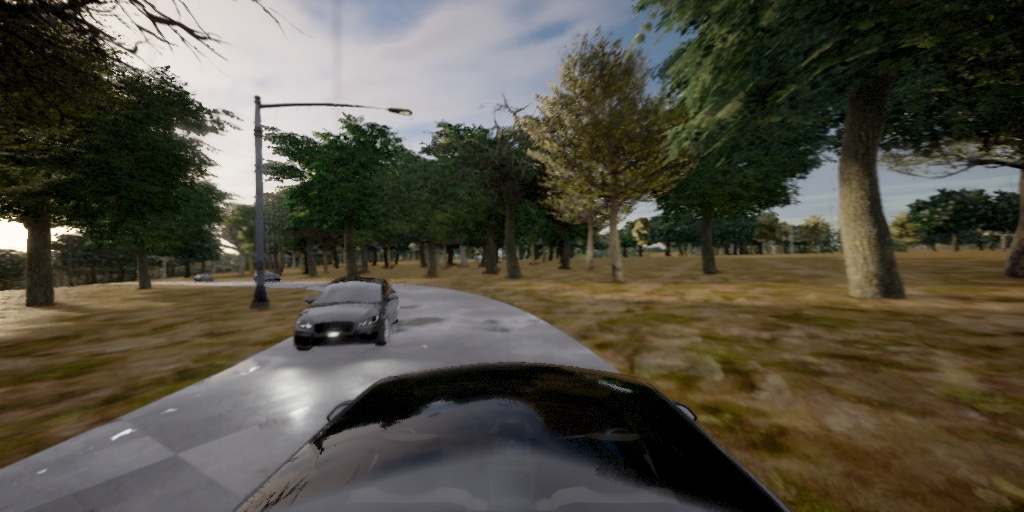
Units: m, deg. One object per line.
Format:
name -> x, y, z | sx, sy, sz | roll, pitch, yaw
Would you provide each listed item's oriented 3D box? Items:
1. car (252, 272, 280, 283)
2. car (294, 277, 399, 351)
car -> -32.909, 2.823, 47.938 | 4.181, 1.385, 1.994 | -3, -1, 35
car -> -4.104, 1.360, 9.552 | 1.837, 1.490, 4.892 | 0, -1, -13
